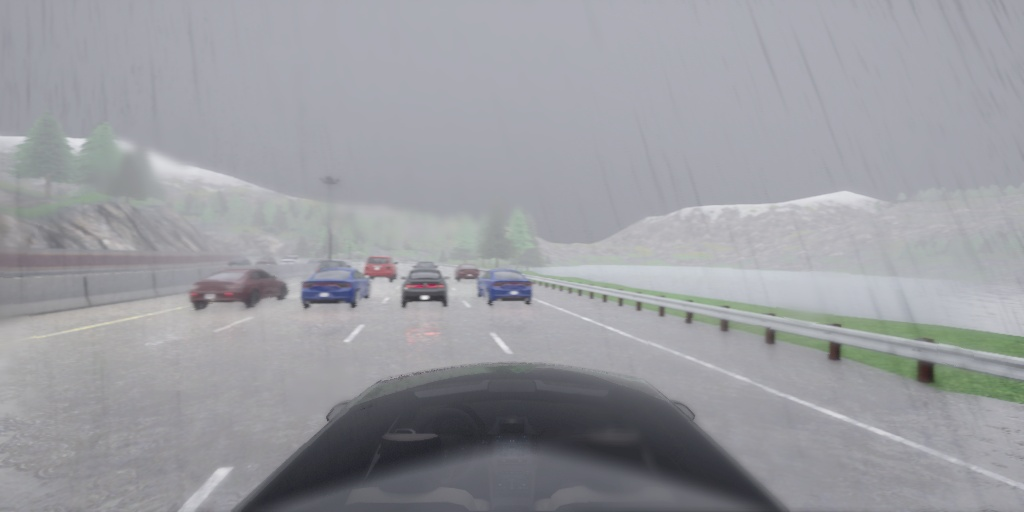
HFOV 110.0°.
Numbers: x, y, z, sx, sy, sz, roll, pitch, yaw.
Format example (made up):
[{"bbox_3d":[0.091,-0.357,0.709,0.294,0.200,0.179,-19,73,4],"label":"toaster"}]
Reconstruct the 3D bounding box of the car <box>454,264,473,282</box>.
[{"bbox_3d":[-3.985,1.398,31.465,1.882,1.535,5.008,1,0,-13],"label":"car"}]

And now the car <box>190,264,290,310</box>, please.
[{"bbox_3d":[-10.668,1.230,14.337,1.812,1.442,4.674,1,0,-13],"label":"car"}]

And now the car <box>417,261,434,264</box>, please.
[{"bbox_3d":[-7.299,1.218,30.268,2.097,1.767,4.553,1,-1,-13],"label":"car"}]

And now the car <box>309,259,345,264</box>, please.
[{"bbox_3d":[-14.105,1.116,28.632,2.097,1.767,4.553,1,-1,-13],"label":"car"}]

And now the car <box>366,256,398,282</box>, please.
[{"bbox_3d":[-10.686,1.033,29.381,2.150,2.045,5.566,1,0,-13],"label":"car"}]

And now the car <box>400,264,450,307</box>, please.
[{"bbox_3d":[-3.848,1.313,15.908,1.837,1.490,4.892,1,0,-13],"label":"car"}]

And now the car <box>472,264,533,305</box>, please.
[{"bbox_3d":[-0.480,1.335,16.885,1.882,1.535,5.008,1,0,-13],"label":"car"}]

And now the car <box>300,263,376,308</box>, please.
[{"bbox_3d":[-7.286,1.233,15.249,1.882,1.535,5.008,1,0,-13],"label":"car"}]
